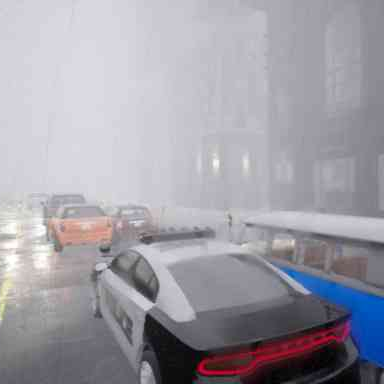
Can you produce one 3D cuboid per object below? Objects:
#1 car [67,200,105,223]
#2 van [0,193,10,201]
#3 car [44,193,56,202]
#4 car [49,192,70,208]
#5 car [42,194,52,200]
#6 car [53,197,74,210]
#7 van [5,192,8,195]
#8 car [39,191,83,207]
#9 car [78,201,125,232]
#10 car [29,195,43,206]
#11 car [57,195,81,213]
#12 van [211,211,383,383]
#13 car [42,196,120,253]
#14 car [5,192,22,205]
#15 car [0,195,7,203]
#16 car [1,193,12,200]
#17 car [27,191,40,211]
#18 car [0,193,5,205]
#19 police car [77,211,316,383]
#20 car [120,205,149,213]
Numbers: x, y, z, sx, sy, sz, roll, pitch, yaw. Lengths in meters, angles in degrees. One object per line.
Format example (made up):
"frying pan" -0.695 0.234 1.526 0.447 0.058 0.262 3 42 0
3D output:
"car" -7.914 1.337 24.616 2.008 1.369 4.403 -2 1 -26
"van" -42.964 1.102 76.454 1.690 1.788 3.998 -2 1 -26
"car" -27.846 1.043 65.060 1.967 1.590 4.097 -2 1 -26
"car" -17.884 1.009 44.836 2.192 1.841 5.009 -2 1 -26
"car" -32.826 1.125 75.174 1.947 1.339 4.313 -2 1 -26
"car" -15.387 1.283 39.784 1.947 1.339 4.313 -2 1 -26
"van" -35.490 1.166 61.286 1.690 1.788 3.998 -2 1 -26
"car" -7.328 1.080 19.107 2.150 2.045 5.566 -2 1 -26
"car" -5.498 1.334 19.712 1.752 1.417 4.829 -2 1 -26
"car" -23.429 1.242 49.859 1.837 1.490 4.892 -2 1 -26
"car" -12.898 1.180 34.725 1.967 1.590 4.097 -2 1 -26
"van" 2.046 1.220 4.389 1.690 1.788 3.998 -2 1 -26
"car" -4.714 1.236 13.616 2.097 1.767 4.553 -2 1 -28
"car" -29.824 1.260 56.050 1.882 1.535 5.008 -2 1 -26
"car" -37.902 1.329 66.193 1.752 1.417 4.829 -2 1 -26
"car" -45.453 1.181 81.511 1.967 1.590 4.097 -2 1 -26
"car" -17.451 1.015 37.799 2.150 2.045 5.566 -2 1 -26
"car" -30.505 1.311 51.176 1.967 1.590 4.097 -2 1 -26
"police car" -0.249 1.347 4.848 1.930 1.638 5.238 -2 1 -26
"car" -2.934 1.272 14.503 1.967 1.590 4.097 -2 1 -26
